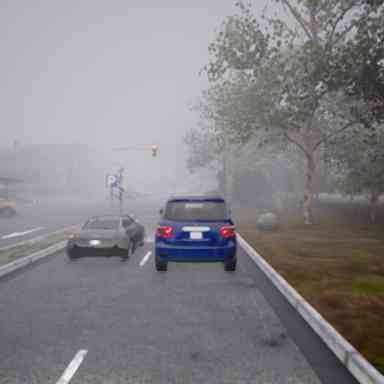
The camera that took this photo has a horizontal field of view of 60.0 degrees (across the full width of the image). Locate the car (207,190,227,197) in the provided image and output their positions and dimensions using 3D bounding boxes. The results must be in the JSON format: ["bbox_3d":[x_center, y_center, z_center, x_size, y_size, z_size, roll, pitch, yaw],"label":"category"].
[{"bbox_3d":[6.409,0.321,85.084,4.553,1.767,2.185,0,0,-12],"label":"car"}]

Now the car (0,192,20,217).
[{"bbox_3d":[-16.642,1.147,27.006,4.553,1.767,2.185,-1,1,-19],"label":"car"}]

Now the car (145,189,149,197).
[{"bbox_3d":[-13.056,0.592,76.767,4.892,1.521,2.231,-1,0,-14],"label":"car"}]

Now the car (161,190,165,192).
[{"bbox_3d":[-11.055,0.193,91.750,5.566,2.045,2.435,-1,0,-12],"label":"car"}]

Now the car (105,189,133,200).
[{"bbox_3d":[-14.481,0.742,64.812,4.792,1.488,2.163,-1,1,-15],"label":"car"}]

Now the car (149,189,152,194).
[{"bbox_3d":[-12.685,0.601,79.763,4.674,1.452,2.002,-1,1,-13],"label":"car"}]

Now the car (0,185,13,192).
[{"bbox_3d":[-31.197,-0.392,55.659,2.002,1.452,4.674,6,-2,-19],"label":"car"}]

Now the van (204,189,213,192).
[{"bbox_3d":[4.245,0.402,67.414,4.442,1.987,1.878,0,1,-14],"label":"van"}]

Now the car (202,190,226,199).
[{"bbox_3d":[4.627,0.473,70.385,4.553,1.767,2.185,0,0,-14],"label":"car"}]

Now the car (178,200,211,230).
[{"bbox_3d":[0.160,1.332,20.953,1.837,1.490,4.892,0,0,0],"label":"car"}]

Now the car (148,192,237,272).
[{"bbox_3d":[0.103,1.127,10.582,2.150,2.045,5.566,0,0,0],"label":"car"}]

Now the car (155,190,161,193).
[{"bbox_3d":[-11.503,0.514,88.747,4.674,1.452,2.002,-1,1,-12],"label":"car"}]

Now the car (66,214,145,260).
[{"bbox_3d":[-2.894,1.463,11.978,1.994,1.385,4.181,0,1,0],"label":"car"}]

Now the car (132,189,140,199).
[{"bbox_3d":[-13.838,0.671,67.804,5.366,1.575,1.946,-1,0,-15],"label":"car"}]

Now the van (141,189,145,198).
[{"bbox_3d":[-13.283,0.392,73.794,4.442,1.987,1.878,-1,0,-14],"label":"van"}]

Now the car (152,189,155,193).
[{"bbox_3d":[-12.315,0.572,82.764,4.674,1.452,2.002,-1,0,-13],"label":"car"}]
